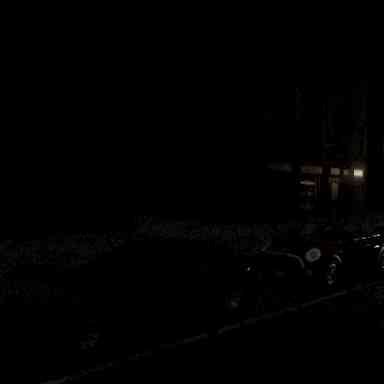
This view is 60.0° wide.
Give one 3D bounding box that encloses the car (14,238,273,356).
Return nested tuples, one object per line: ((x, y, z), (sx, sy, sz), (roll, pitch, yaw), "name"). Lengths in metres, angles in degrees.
((-0.780, 1.581, 6.088), (4.313, 1.339, 1.947), (0, 0, -35), "car")

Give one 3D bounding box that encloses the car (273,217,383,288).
((3.783, 1.484, 9.339), (4.097, 1.590, 1.967), (0, 0, -35), "car")
